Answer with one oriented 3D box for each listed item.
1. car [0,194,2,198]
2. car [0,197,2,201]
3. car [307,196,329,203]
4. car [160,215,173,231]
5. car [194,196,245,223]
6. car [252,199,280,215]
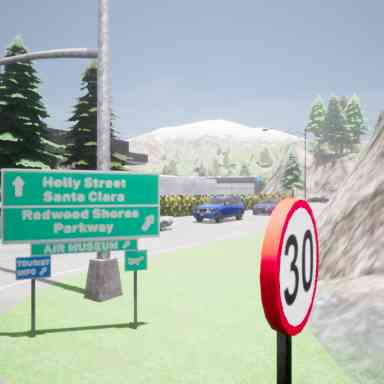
[{"bbox_3d":[-38.765,1.489,69.883,4.514,1.523,2.007,0,0,35],"label":"car"},{"bbox_3d":[-12.436,1.505,26.016,1.905,1.878,3.866,0,0,35],"label":"car"},{"bbox_3d":[28.278,1.717,74.712,2.128,1.511,4.902,0,0,-42],"label":"car"},{"bbox_3d":[-3.277,1.792,20.032,1.895,1.301,4.718,0,0,36],"label":"car"},{"bbox_3d":[2.405,1.413,27.890,2.150,2.045,5.566,0,0,36],"label":"car"},{"bbox_3d":[8.316,1.544,36.049,2.097,1.767,4.553,0,0,36],"label":"car"}]
